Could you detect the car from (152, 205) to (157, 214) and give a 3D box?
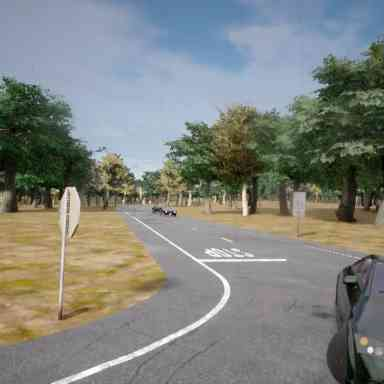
[{"bbox_3d":[-5.751,2.962,56.899,1.882,1.535,5.008,3,-2,-14],"label":"car"}]

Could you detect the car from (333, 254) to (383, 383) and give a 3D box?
[{"bbox_3d":[3.130,1.643,4.656,1.994,1.385,4.181,1,-1,22],"label":"car"}]

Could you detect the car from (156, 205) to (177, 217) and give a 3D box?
[{"bbox_3d":[-3.489,2.851,48.054,1.895,1.301,4.718,3,-2,-13],"label":"car"}]
